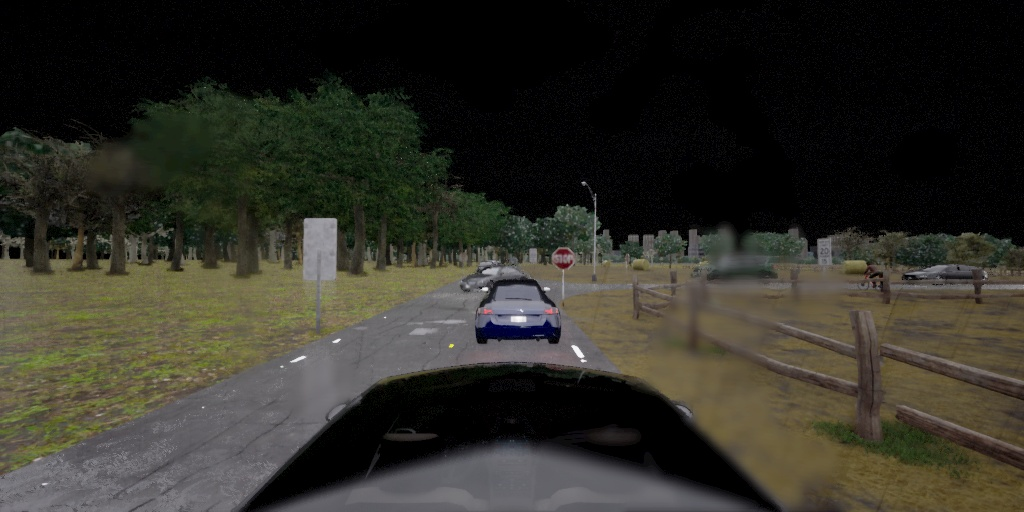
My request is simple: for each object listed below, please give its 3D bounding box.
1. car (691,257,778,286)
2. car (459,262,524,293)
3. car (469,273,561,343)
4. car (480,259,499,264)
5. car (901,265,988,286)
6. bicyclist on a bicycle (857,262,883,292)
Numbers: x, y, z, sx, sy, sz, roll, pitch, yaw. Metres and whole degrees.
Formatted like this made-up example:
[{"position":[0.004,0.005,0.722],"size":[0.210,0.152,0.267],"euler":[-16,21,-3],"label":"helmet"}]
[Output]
[{"position":[15.984,1.070,25.849],"size":[5.566,2.045,2.150],"euler":[0,-2,-1],"label":"car"},{"position":[-0.930,1.284,20.215],"size":[1.812,1.442,4.674],"euler":[-2,0,36],"label":"car"},{"position":[0.114,1.322,9.663],"size":[1.994,1.385,4.181],"euler":[0,0,-1],"label":"car"},{"position":[-2.799,1.346,39.424],"size":[1.837,1.490,4.892],"euler":[0,0,0],"label":"car"},{"position":[31.096,1.374,25.856],"size":[4.892,1.490,1.837],"euler":[0,-2,0],"label":"car"},{"position":[19.932,1.168,19.864],"size":[0.582,1.620,1.656],"euler":[0,0,0],"label":"bicyclist on a bicycle"}]
